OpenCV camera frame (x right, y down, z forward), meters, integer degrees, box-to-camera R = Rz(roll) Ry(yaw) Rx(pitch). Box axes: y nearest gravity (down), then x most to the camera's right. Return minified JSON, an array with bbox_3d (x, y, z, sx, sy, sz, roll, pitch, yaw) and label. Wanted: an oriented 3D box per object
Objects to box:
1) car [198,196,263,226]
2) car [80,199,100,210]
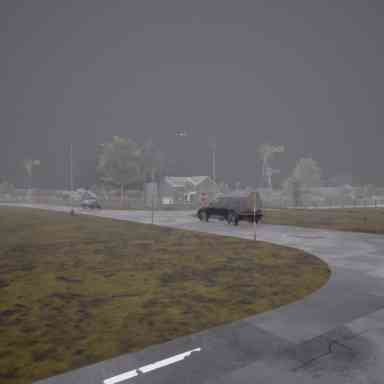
[{"bbox_3d":[2.715,1.307,24.715,2.150,2.045,5.566,-1,0,-35],"label":"car"},{"bbox_3d":[-15.295,1.875,49.923,1.837,1.490,4.892,-1,0,-35],"label":"car"}]
